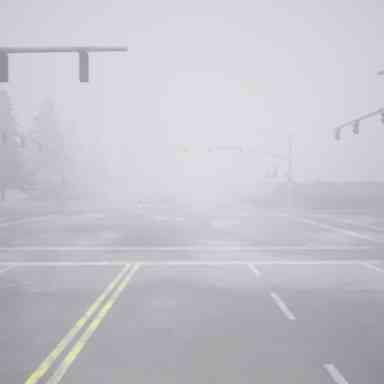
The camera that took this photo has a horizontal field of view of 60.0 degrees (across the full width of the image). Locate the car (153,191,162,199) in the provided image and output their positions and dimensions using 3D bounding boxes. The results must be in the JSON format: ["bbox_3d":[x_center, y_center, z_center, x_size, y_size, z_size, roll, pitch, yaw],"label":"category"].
[{"bbox_3d":[-7.009,0.775,67.229,2.150,2.045,5.566,0,0,0],"label":"car"}]

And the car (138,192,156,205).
[{"bbox_3d":[-7.073,1.183,51.330,1.812,1.442,4.674,0,0,0],"label":"car"}]

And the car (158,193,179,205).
[{"bbox_3d":[-3.575,1.206,51.200,2.033,1.411,5.357,0,0,0],"label":"car"}]
